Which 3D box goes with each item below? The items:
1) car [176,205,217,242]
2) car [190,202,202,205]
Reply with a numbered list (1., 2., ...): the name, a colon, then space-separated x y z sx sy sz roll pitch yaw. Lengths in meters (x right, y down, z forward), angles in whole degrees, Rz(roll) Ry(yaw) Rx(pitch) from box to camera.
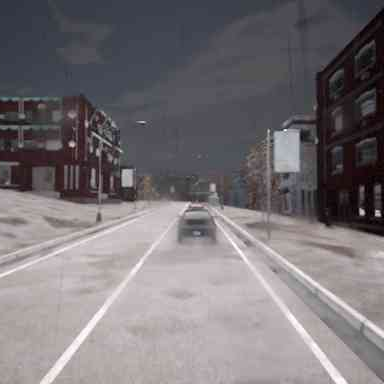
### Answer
1. car: 0.253 1.623 17.190 1.837 1.490 4.892 0 -1 1
2. car: 0.439 1.842 35.918 1.812 1.442 4.674 0 -1 1
